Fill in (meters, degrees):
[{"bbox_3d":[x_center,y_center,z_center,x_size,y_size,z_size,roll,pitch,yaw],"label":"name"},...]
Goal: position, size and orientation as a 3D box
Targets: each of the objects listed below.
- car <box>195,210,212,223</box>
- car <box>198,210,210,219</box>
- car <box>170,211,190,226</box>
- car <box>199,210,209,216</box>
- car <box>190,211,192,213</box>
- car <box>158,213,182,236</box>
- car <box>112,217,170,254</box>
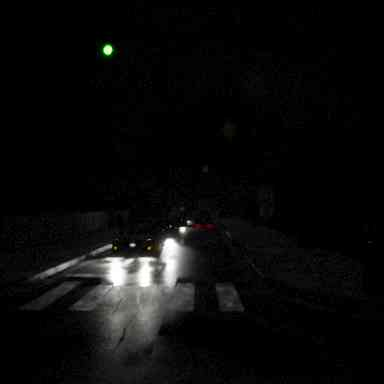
[{"bbox_3d":[1.444,3.035,40.563,1.812,1.442,4.674,0,-2,3],"label":"car"},{"bbox_3d":[2.053,3.702,55.525,1.994,1.385,4.181,0,-2,3],"label":"car"},{"bbox_3d":[-1.624,2.761,35.129,1.882,1.535,5.008,0,-2,3],"label":"car"},{"bbox_3d":[2.471,4.295,68.213,1.895,1.301,4.718,0,-3,2],"label":"car"},{"bbox_3d":[-0.977,3.118,50.362,1.994,1.385,4.181,0,-2,2],"label":"car"},{"bbox_3d":[-2.067,2.471,24.667,1.895,1.301,4.718,0,-2,2],"label":"car"},{"bbox_3d":[-2.412,2.096,15.866,1.994,1.385,4.181,0,-2,2],"label":"car"}]
